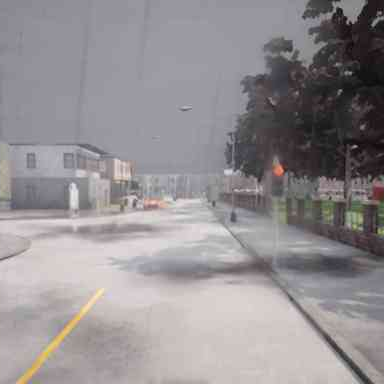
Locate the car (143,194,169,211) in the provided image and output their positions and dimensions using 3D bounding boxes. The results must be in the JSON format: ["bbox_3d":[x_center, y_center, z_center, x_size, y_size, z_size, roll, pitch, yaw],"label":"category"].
[{"bbox_3d":[-4.084,1.161,36.806,2.097,1.767,4.553,0,0,0],"label":"car"}]

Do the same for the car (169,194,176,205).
[{"bbox_3d":[-4.061,1.246,53.827,1.812,1.442,4.674,0,0,0],"label":"car"}]
